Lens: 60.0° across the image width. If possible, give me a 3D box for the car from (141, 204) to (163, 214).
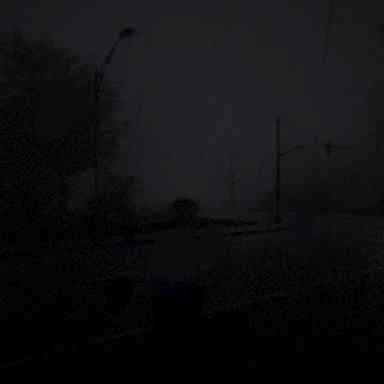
[{"bbox_3d":[-5.890,2.541,48.905,1.882,1.535,5.008,0,-3,-32],"label":"car"}]
